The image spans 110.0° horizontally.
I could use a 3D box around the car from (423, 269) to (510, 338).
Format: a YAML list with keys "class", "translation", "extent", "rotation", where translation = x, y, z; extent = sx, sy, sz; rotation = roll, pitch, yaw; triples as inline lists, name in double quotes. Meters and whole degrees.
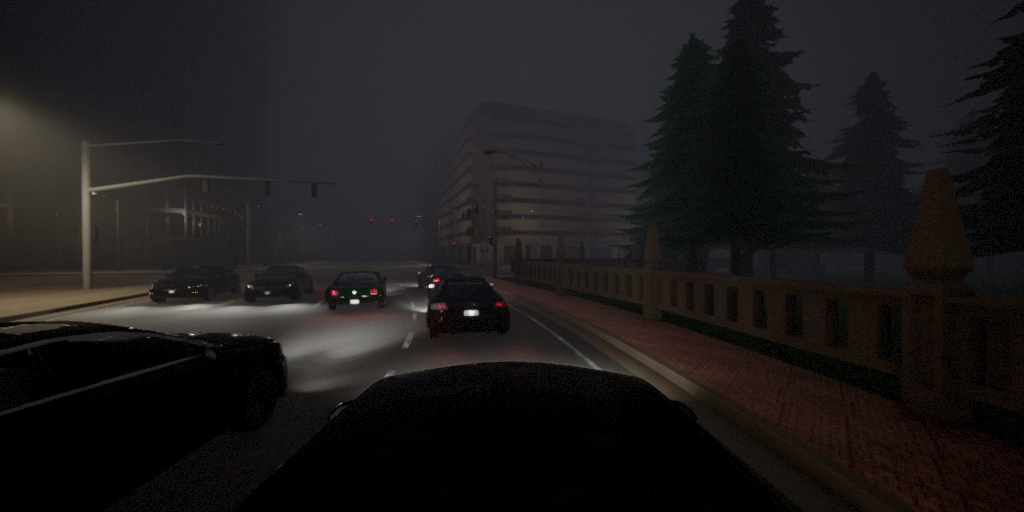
- class: "car"
  translation: [-1.360, 1.244, 10.055]
  extent: [1.994, 1.385, 4.181]
  rotation: [0, 0, -13]

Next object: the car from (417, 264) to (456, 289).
- class: "car"
  translation: [-3.840, 1.153, 19.107]
  extent: [2.033, 1.411, 5.357]
  rotation: [0, 1, -22]

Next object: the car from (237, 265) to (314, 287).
- class: "car"
  translation: [-10.299, 1.155, 16.196]
  extent: [1.812, 1.442, 4.674]
  rotation: [0, 0, -19]

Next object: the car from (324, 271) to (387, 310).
- class: "car"
  translation: [-5.990, 1.247, 14.248]
  extent: [1.895, 1.301, 4.718]
  rotation: [0, 0, -18]

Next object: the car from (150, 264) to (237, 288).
- class: "car"
  translation: [-13.978, 1.138, 16.156]
  extent: [1.837, 1.490, 4.892]
  rotation: [0, 0, -19]

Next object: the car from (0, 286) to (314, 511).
- class: "car"
  translation: [-3.693, 1.232, 2.595]
  extent: [2.128, 1.511, 4.902]
  rotation: [0, 0, -3]
